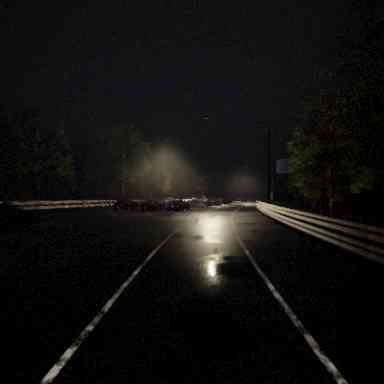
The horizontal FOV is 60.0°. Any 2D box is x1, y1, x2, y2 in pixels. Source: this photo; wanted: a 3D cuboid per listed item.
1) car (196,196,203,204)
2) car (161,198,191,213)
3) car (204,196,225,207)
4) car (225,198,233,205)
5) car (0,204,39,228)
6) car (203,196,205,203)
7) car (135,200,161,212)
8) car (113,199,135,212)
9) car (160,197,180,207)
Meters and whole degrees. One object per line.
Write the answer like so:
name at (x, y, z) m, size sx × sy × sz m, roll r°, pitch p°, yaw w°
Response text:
car at (2.685, 2.019, 84.982) m, size 2.150 × 2.045 × 5.566 m, roll 0°, pitch -1°, yaw 15°
car at (-1.616, 1.760, 40.760) m, size 2.033 × 1.411 × 5.357 m, roll 0°, pitch -1°, yaw 14°
car at (4.350, 1.883, 63.657) m, size 2.097 × 1.767 × 4.553 m, roll 0°, pitch -1°, yaw 15°
car at (8.421, 2.234, 79.240) m, size 1.882 × 1.535 × 5.008 m, roll 0°, pitch -1°, yaw 15°
car at (-10.916, 1.402, 19.103) m, size 1.812 × 1.442 × 4.674 m, roll 0°, pitch -1°, yaw 15°
car at (4.534, 2.218, 78.204) m, size 1.837 × 1.490 × 4.892 m, roll 0°, pitch -1°, yaw 15°
car at (-4.983, 1.725, 41.733) m, size 1.812 × 1.442 × 4.674 m, roll 0°, pitch -1°, yaw 15°
car at (-8.358, 1.691, 42.668) m, size 1.837 × 1.490 × 4.892 m, roll 0°, pitch -1°, yaw 15°
car at (-3.912, 1.781, 59.704) m, size 2.097 × 1.767 × 4.553 m, roll 0°, pitch -1°, yaw 15°
